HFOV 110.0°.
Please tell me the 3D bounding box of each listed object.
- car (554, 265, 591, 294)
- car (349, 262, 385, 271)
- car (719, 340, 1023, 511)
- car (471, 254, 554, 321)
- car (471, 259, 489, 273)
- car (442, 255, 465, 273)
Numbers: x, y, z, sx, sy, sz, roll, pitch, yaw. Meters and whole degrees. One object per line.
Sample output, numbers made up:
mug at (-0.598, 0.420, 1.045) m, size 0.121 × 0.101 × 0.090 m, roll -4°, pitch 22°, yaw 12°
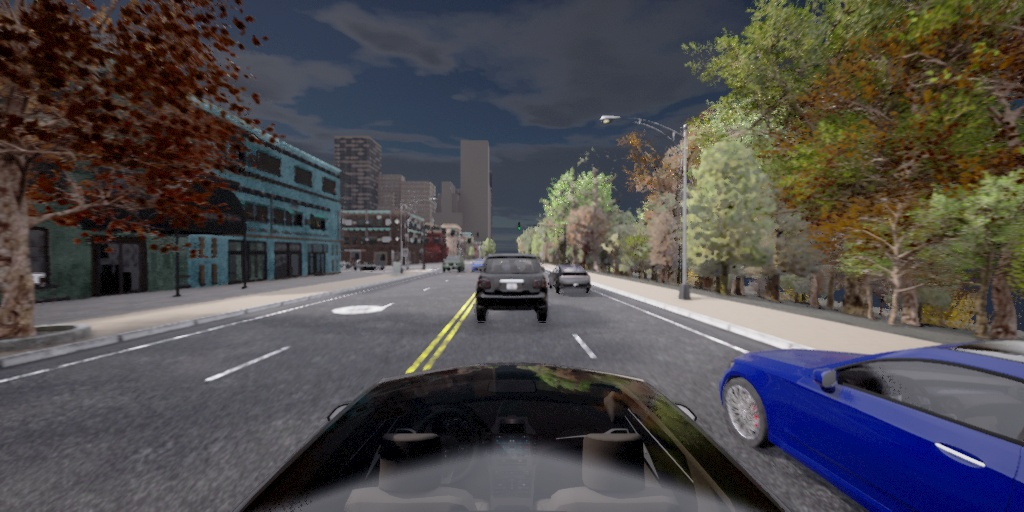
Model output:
car at (3.133, 1.232, 20.282) m, size 2.128 × 1.511 × 4.902 m, roll 0°, pitch 0°, yaw -1°
car at (-20.693, 1.545, 52.141) m, size 4.313 × 1.339 × 1.948 m, roll 0°, pitch 0°, yaw -1°
car at (3.343, 1.276, 2.260) m, size 1.812 × 1.442 × 4.674 m, roll 0°, pitch 0°, yaw 0°
car at (0.007, 0.961, 12.508) m, size 2.150 × 2.045 × 5.566 m, roll 0°, pitch -1°, yaw 0°
car at (-3.862, 1.211, 44.073) m, size 1.882 × 1.535 × 5.008 m, roll 0°, pitch 0°, yaw -1°
car at (-7.113, 0.948, 44.235) m, size 2.150 × 2.045 × 5.566 m, roll 0°, pitch 0°, yaw -1°
